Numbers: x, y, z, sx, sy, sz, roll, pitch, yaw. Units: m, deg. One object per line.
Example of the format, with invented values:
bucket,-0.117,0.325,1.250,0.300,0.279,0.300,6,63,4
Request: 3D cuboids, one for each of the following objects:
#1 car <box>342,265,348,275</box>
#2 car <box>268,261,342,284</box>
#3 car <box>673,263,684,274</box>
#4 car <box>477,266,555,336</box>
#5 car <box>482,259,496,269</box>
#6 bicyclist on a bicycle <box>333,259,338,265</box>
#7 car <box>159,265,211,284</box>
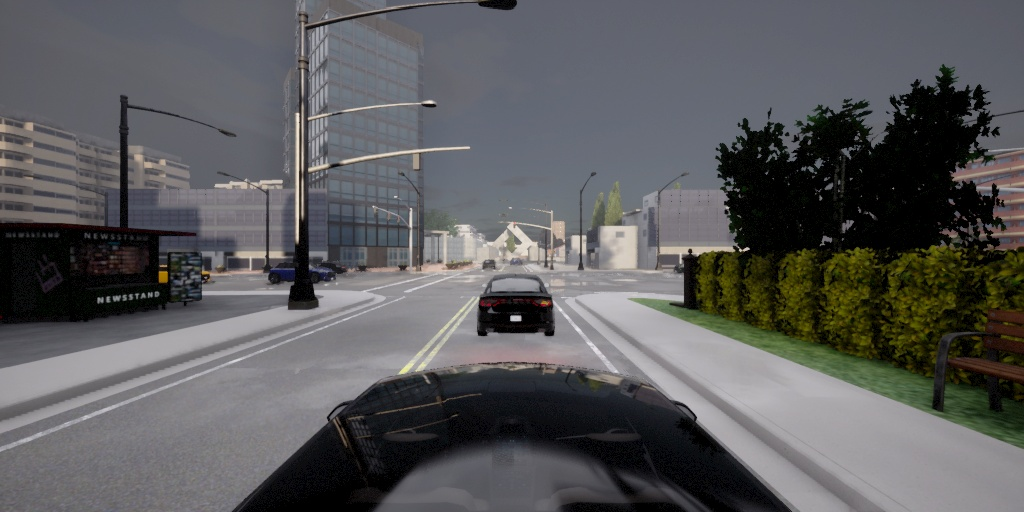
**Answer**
car,-20.341,1.412,38.676,4.892,1.490,1.837,-1,0,0
car,-16.286,1.209,27.994,4.553,1.767,2.097,-1,0,0
car,19.988,1.057,38.837,4.553,1.767,2.097,0,0,0
car,0.109,1.228,10.391,1.882,1.535,5.008,0,0,1
car,-3.380,1.227,54.173,1.882,1.535,5.008,0,0,0
bicyclist on a bicycle,-21.823,1.216,44.450,0.582,1.620,1.656,-1,0,0
car,-26.398,1.454,27.957,5.008,1.535,1.882,-1,0,0
